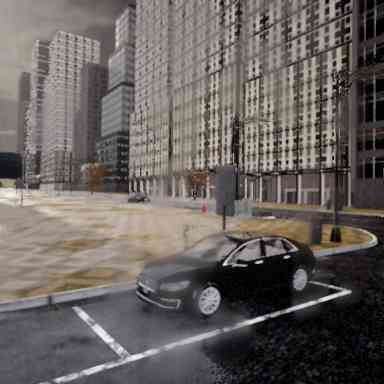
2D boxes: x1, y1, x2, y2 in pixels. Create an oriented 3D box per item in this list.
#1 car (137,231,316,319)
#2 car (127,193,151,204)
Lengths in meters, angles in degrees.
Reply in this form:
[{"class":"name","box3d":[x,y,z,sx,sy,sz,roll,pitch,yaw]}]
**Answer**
[{"class":"car","box3d":[0.939,1.582,7.364,4.403,1.369,2.008,0,0,-35]},{"class":"car","box3d":[-7.608,0.896,47.667,2.128,1.511,4.902,1,0,-34]}]
